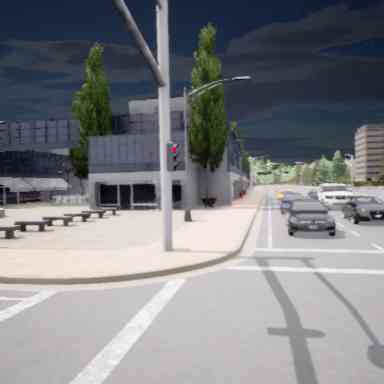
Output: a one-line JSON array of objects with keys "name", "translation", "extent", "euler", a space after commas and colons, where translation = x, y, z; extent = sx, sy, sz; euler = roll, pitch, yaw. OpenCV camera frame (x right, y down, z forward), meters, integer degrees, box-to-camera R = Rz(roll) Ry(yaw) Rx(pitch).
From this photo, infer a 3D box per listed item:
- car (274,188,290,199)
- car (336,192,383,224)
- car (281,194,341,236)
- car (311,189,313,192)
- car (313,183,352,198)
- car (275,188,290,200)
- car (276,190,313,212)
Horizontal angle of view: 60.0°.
[{"name": "car", "translation": [9.485, 0.474, 33.622], "extent": [1.882, 1.535, 5.008], "euler": [-1, 1, 13]}, {"name": "car", "translation": [9.488, 0.923, 18.070], "extent": [1.994, 1.385, 4.181], "euler": [-1, 1, 13]}, {"name": "car", "translation": [5.222, 1.045, 15.185], "extent": [1.812, 1.442, 4.674], "euler": [-1, 1, 13]}, {"name": "car", "translation": [13.844, 0.389, 36.879], "extent": [1.994, 1.385, 4.181], "euler": [-1, 1, 13]}, {"name": "car", "translation": [11.592, 0.322, 27.177], "extent": [2.150, 2.045, 5.566], "euler": [-1, 1, 13]}, {"name": "car", "translation": [12.177, 0.196, 45.091], "extent": [1.812, 1.442, 4.674], "euler": [-1, 1, 14]}, {"name": "car", "translation": [7.198, 0.804, 23.701], "extent": [1.812, 1.442, 4.674], "euler": [-1, 1, 13]}]
